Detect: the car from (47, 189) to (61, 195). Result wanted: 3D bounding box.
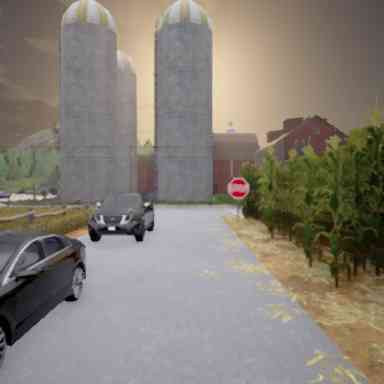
[{"bbox_3d":[-36.803,0.029,86.831,3.866,1.878,1.905,0,1,0],"label":"car"}]

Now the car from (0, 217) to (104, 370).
[{"bbox_3d":[-3.174,1.433,5.277,2.128,1.511,4.902,0,1,0],"label":"car"}]

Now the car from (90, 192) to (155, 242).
[{"bbox_3d":[-3.078,1.029,15.712,2.150,2.045,5.566,0,1,1],"label":"car"}]

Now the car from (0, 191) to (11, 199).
[{"bbox_3d":[-36.654,0.549,62.630,4.611,1.667,2.242,0,1,0],"label":"car"}]
